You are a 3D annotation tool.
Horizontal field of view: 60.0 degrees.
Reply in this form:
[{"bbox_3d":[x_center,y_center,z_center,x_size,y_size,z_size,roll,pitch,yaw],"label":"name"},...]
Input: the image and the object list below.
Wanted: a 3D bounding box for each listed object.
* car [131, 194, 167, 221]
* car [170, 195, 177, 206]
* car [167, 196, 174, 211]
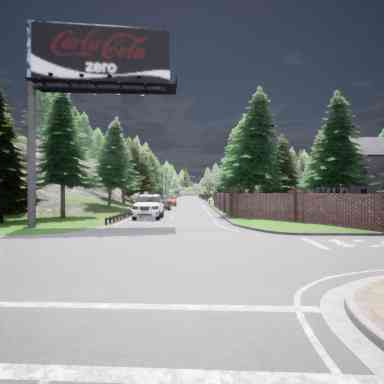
[{"bbox_3d":[-3.593,1.221,27.840,2.150,2.045,5.566,0,0,0],"label":"car"},{"bbox_3d":[-3.553,1.353,53.034,2.097,1.767,4.553,0,0,0],"label":"car"},{"bbox_3d":[-3.576,1.564,40.132,1.994,1.385,4.181,0,0,0],"label":"car"}]
